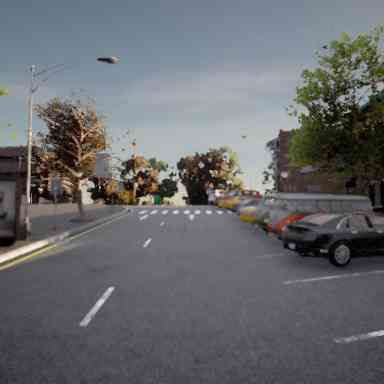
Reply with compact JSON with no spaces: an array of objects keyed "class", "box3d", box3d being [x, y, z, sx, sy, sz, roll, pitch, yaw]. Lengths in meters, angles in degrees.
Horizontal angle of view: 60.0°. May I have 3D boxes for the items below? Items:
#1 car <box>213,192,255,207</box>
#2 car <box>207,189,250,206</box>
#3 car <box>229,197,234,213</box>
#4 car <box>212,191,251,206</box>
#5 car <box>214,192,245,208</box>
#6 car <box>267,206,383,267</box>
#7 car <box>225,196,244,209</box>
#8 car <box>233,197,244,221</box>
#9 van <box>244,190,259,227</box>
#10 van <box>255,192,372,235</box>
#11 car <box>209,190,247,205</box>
[{"class":"car","box3d":[5.185,0.893,40.926,4.553,1.767,2.185,1,0,-21]},{"class":"car","box3d":[5.099,0.857,46.903,5.566,2.045,2.435,2,-5,-20]},{"class":"car","box3d":[5.303,1.263,22.781,4.674,1.452,2.002,1,1,-20]},{"class":"car","box3d":[5.195,0.897,43.951,4.553,1.767,2.185,2,-2,-21]},{"class":"car","box3d":[5.448,1.086,34.929,5.366,1.575,1.946,1,0,-20]},{"class":"car","box3d":[5.244,1.360,10.684,4.892,1.521,2.231,1,0,-20]},{"class":"car","box3d":[5.297,1.229,25.810,4.674,1.452,2.002,0,0,-20]},{"class":"car","box3d":[5.462,1.255,19.820,5.366,1.575,1.946,0,0,-20]},{"class":"van","box3d":[5.169,1.064,16.687,4.442,1.987,1.878,1,1,-20]},{"class":"van","box3d":[5.159,1.098,13.659,4.442,1.987,1.878,0,1,-20]},{"class":"car","box3d":[5.228,0.802,37.874,5.566,2.045,2.435,0,1,-21]}]
